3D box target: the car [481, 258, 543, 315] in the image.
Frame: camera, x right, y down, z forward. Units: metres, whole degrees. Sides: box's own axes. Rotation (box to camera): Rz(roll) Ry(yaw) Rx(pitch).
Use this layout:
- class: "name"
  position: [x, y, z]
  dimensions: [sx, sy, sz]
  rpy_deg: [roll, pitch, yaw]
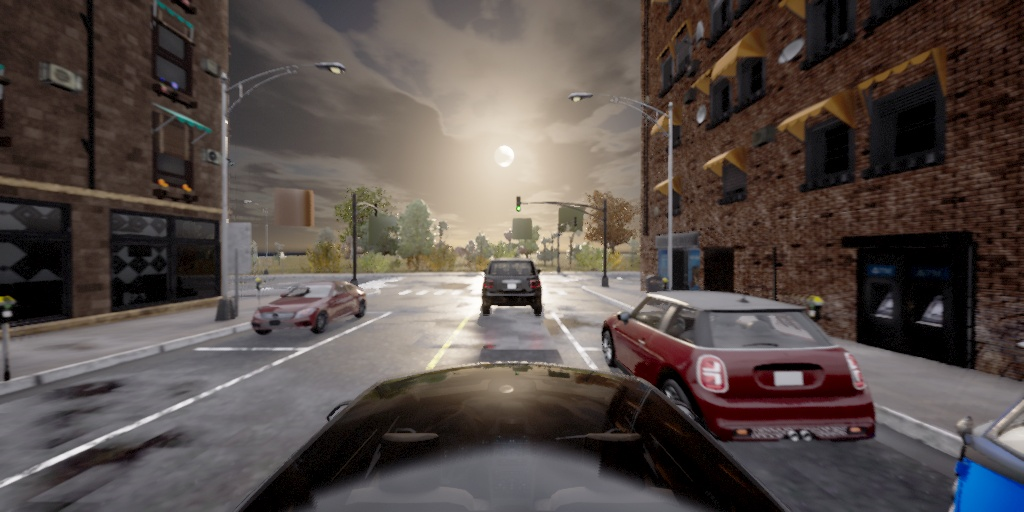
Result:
- class: "car"
  position: [0.004, 1.096, 14.395]
  dimensions: [2.150, 2.045, 5.566]
  rpy_deg: [0, 0, 0]

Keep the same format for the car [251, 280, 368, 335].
- class: "car"
  position: [-5.794, 1.419, 10.860]
  dimensions: [1.802, 1.307, 4.207]
  rpy_deg: [0, 0, 0]

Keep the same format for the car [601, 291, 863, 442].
- class: "car"
  position: [2.687, 1.225, 5.396]
  dimensions: [1.967, 1.591, 4.097]
  rpy_deg: [0, 0, 0]
